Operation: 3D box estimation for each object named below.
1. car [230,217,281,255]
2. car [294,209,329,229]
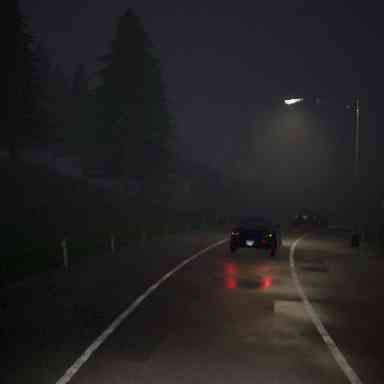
[{"bbox_3d":[2.901,1.821,14.727,1.812,1.442,4.674,1,-2,18],"label":"car"},{"bbox_3d":[11.022,2.337,30.469,2.097,1.767,4.553,2,-1,36],"label":"car"}]
